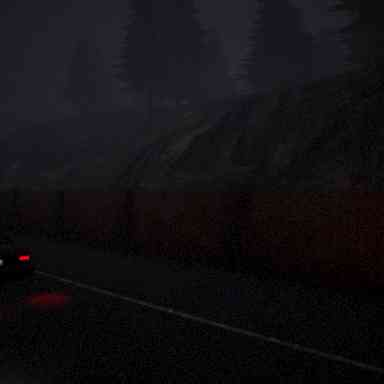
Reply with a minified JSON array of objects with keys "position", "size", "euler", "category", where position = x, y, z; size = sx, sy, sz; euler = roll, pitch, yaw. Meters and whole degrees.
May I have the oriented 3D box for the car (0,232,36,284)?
[{"position":[-6.105,1.559,8.665],"size":[5.357,1.411,2.033],"euler":[0,0,39],"category":"car"}]
